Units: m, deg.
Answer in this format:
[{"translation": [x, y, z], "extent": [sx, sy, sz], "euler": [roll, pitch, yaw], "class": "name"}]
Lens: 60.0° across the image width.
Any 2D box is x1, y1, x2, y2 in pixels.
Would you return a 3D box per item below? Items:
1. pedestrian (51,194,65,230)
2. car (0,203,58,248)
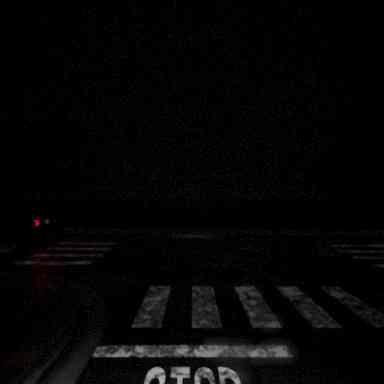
[{"translation": [-6.863, 1.002, 16.914], "extent": [0.375, 1.860, 0.375], "euler": [0, 1, 0], "class": "pedestrian"}, {"translation": [-8.207, 1.270, 14.011], "extent": [4.553, 1.767, 2.097], "euler": [0, 1, 0], "class": "car"}]
